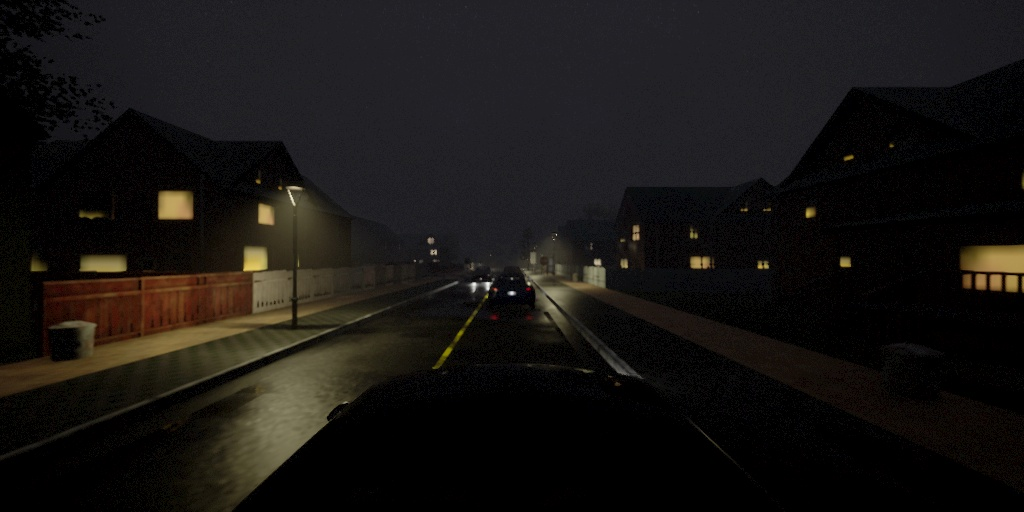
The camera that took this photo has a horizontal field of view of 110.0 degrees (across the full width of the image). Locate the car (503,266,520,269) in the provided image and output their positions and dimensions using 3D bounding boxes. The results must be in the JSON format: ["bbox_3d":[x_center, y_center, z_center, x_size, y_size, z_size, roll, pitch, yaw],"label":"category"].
[{"bbox_3d":[-0.046,1.597,31.103,1.837,1.490,4.892,0,0,-1],"label":"car"}]

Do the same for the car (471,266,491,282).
[{"bbox_3d":[-2.767,1.682,34.533,2.033,1.411,5.357,0,-1,0],"label":"car"}]

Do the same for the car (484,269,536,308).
[{"bbox_3d":[-0.004,1.464,16.117,1.994,1.385,4.181,0,-1,0],"label":"car"}]
